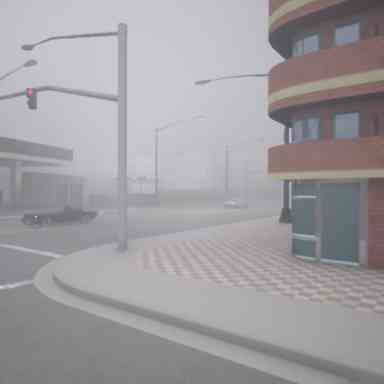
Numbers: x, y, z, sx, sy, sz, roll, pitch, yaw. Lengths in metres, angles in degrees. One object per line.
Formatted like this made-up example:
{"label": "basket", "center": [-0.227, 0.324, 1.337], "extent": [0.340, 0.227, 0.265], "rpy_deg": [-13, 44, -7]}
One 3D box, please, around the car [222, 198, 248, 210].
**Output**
{"label": "car", "center": [5.729, 1.460, 43.281], "extent": [1.812, 1.442, 4.674], "rpy_deg": [0, 1, 35]}

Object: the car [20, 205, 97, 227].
{"label": "car", "center": [-8.817, 1.561, 22.272], "extent": [1.895, 1.301, 4.718], "rpy_deg": [0, 0, 35]}
